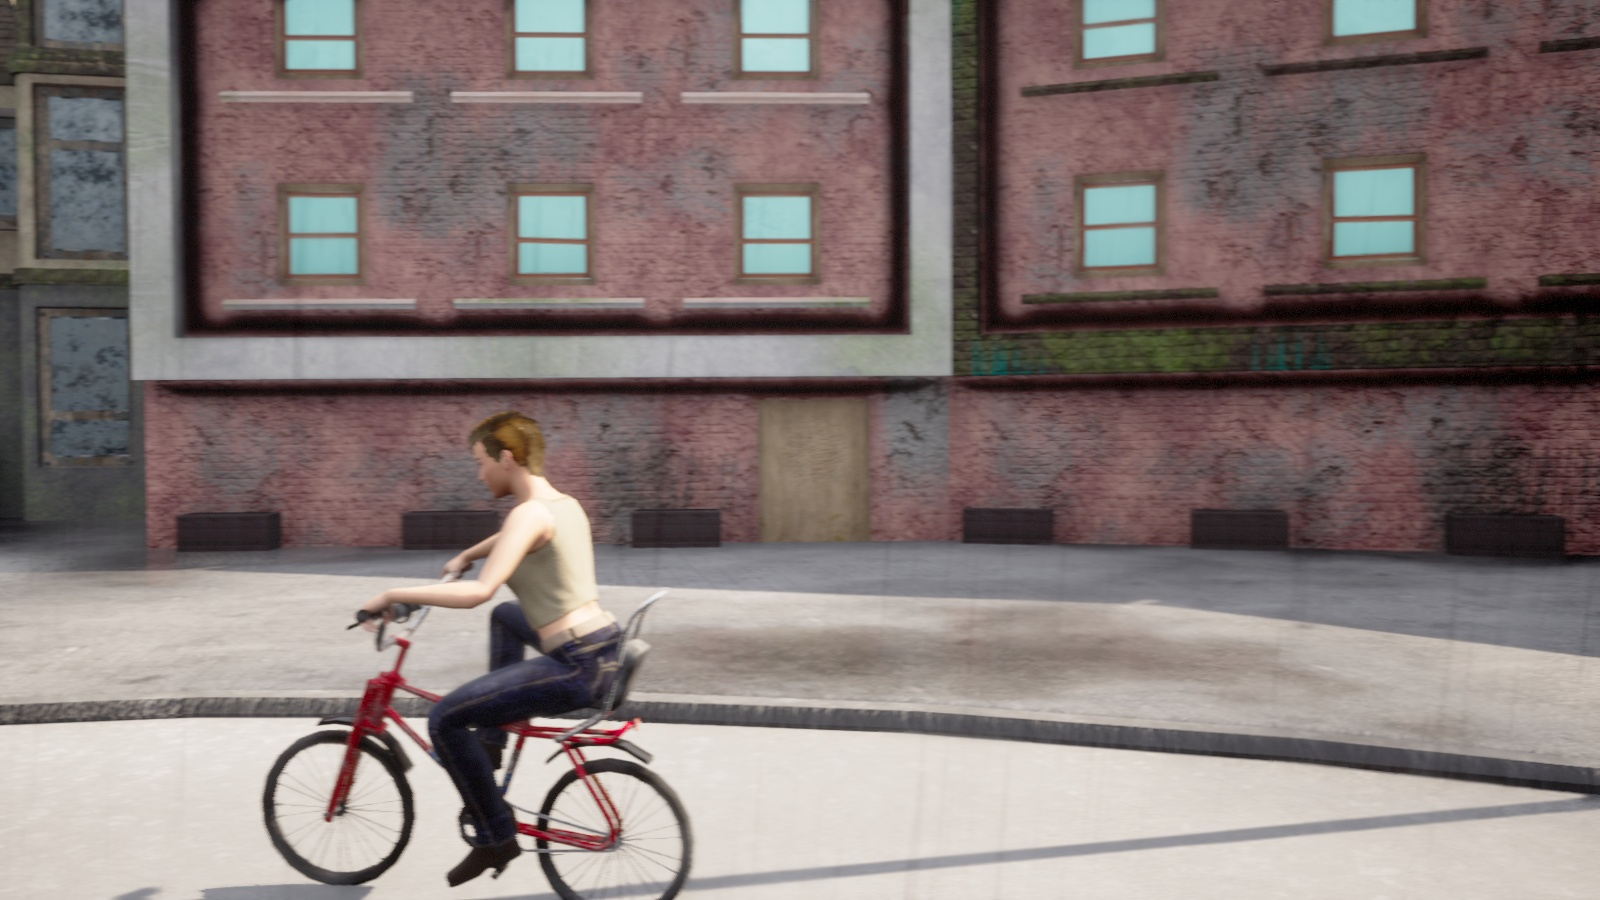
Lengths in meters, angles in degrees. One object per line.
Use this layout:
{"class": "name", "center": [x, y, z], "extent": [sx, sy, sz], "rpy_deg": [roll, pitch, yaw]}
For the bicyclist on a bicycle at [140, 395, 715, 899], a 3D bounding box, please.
{"class": "bicyclist on a bicycle", "center": [-1.151, 0.665, 4.069], "extent": [1.509, 1.612, 0.866], "rpy_deg": [3, 3, 10]}
